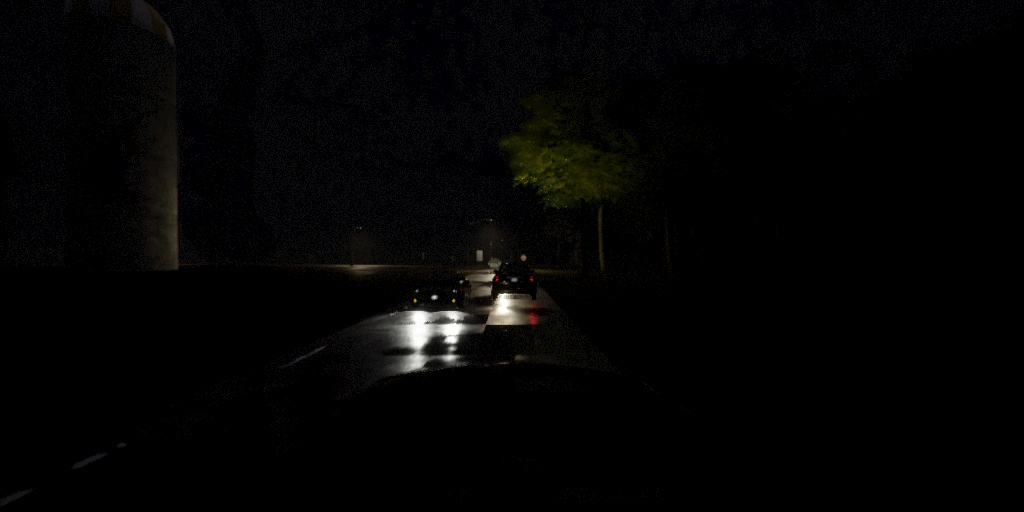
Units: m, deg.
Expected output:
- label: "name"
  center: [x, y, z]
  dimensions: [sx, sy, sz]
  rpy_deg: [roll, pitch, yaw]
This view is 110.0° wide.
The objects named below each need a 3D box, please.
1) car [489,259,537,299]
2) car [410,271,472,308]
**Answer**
- label: "car"
  center: [0.108, 1.111, 18.391]
  dimensions: [2.097, 1.767, 4.553]
  rpy_deg: [0, 0, 0]
- label: "car"
  center: [-2.842, 1.319, 15.123]
  dimensions: [1.994, 1.385, 4.181]
  rpy_deg: [0, 0, 0]
